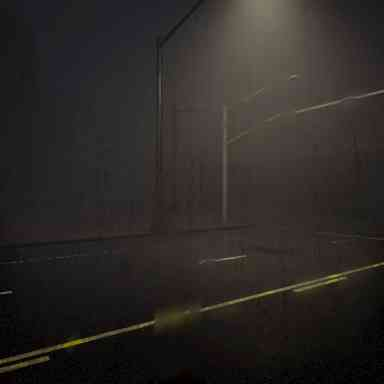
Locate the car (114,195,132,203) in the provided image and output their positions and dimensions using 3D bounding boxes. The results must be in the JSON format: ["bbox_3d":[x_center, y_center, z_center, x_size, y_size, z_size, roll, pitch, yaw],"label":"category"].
[{"bbox_3d":[-14.367,1.468,69.122,1.812,1.442,4.674,0,0,-36],"label":"car"}]

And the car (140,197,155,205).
[{"bbox_3d":[-8.559,1.564,61.070,1.994,1.385,4.181,0,0,-35],"label":"car"}]

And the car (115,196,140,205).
[{"bbox_3d":[-11.696,1.601,59.286,1.895,1.301,4.718,0,0,-35],"label":"car"}]

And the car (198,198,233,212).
[{"bbox_3d":[2.726,1.491,38.982,2.128,1.511,4.902,0,0,-36],"label":"car"}]

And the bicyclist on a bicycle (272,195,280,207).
[{"bbox_3d":[11.543,1.303,45.535,1.656,1.620,0.582,0,0,-36],"label":"bicyclist on a bicycle"}]

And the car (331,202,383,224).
[{"bbox_3d":[13.137,1.493,25.285,2.128,1.511,4.902,0,0,-42],"label":"car"}]
